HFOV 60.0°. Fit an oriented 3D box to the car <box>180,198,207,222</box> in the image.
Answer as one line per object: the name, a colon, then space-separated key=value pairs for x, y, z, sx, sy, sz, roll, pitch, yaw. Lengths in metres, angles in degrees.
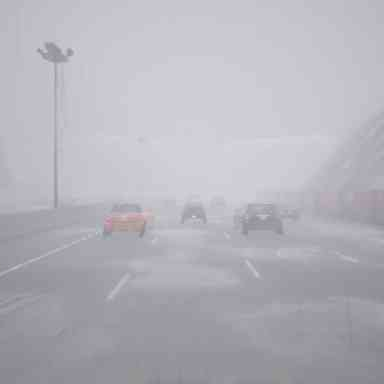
car: x=0.142 y=1.500 z=26.140 sx=1.837 sy=1.490 sz=4.892 roll=0 pitch=0 yaw=0

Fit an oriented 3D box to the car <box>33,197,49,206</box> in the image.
car: x=-24.417 y=1.565 z=54.875 sx=1.994 sy=1.385 sz=4.181 roll=0 pitch=0 yaw=1

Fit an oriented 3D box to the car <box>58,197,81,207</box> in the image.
car: x=-17.476 y=1.504 z=47.738 sx=1.837 sy=1.490 sz=4.892 roll=0 pitch=0 yaw=1

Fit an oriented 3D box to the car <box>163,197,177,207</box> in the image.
car: x=-3.316 y=1.498 z=50.625 sx=1.837 sy=1.490 sz=4.892 roll=0 pitch=0 yaw=0

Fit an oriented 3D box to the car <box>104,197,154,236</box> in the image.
car: x=-3.372 y=1.351 z=18.592 sx=2.097 sy=1.767 sz=4.553 roll=0 pitch=0 yaw=0

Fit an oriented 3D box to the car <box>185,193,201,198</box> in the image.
car: x=0.183 y=1.212 z=51.691 sx=2.150 sy=2.045 sz=5.566 roll=0 pitch=0 yaw=0

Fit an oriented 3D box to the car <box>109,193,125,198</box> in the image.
car: x=-13.706 y=1.221 z=61.186 sx=2.150 sy=2.045 sz=5.566 roll=0 pitch=0 yaw=2

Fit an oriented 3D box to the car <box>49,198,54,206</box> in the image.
car: x=-20.924 y=1.607 z=54.219 sx=1.895 sy=1.301 sz=4.718 roll=0 pitch=0 yaw=1

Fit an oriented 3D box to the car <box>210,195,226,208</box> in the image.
car: x=3.675 y=1.342 z=47.510 sx=2.097 sy=1.767 sz=4.553 roll=0 pitch=0 yaw=0

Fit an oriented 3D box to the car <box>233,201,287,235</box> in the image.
car: x=3.628 y=1.347 z=19.003 sx=2.097 sy=1.767 sz=4.553 roll=0 pitch=0 yaw=0

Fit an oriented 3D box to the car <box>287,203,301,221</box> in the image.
car: x=7.159 y=1.538 z=26.867 sx=2.033 sy=1.411 sz=5.357 roll=0 pitch=0 yaw=0
